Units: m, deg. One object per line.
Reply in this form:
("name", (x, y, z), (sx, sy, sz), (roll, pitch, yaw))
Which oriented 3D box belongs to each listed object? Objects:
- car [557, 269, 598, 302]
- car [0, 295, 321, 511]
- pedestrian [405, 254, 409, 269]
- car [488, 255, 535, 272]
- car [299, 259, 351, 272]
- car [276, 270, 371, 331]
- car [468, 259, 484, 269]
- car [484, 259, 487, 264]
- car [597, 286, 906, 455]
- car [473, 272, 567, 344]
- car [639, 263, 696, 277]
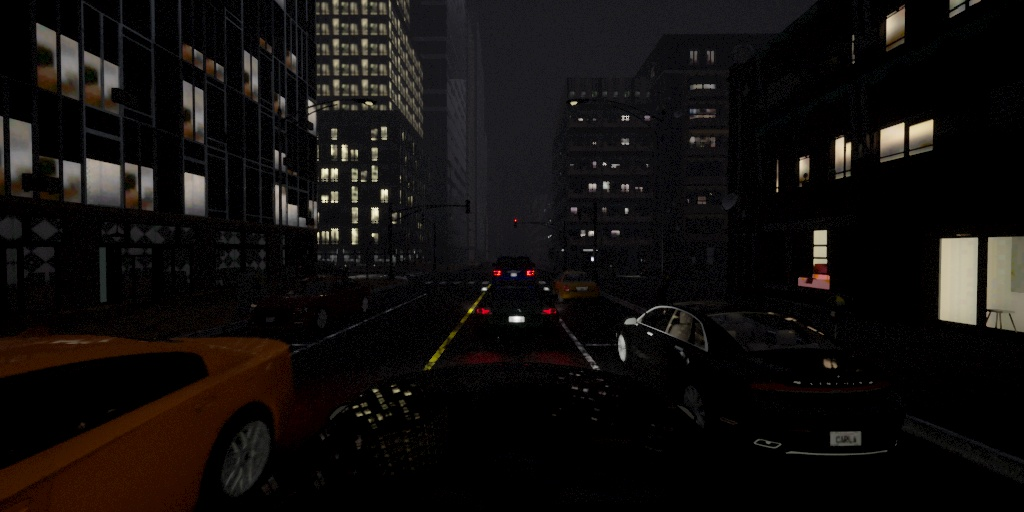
("car", (2.813, 1.271, 16.657), (1.751, 1.417, 4.829), (0, 0, 0))
("car", (-3.103, 1.228, 1.509), (1.882, 1.535, 5.008), (0, 0, 0))
("pedestrian", (-12.562, 0.670, 42.954), (0.375, 1.860, 0.375), (0, 0, 1))
("car", (0.087, 0.967, 19.429), (2.150, 2.045, 5.566), (0, 0, 0))
("car", (-17.869, 1.154, 34.291), (4.674, 1.442, 1.812), (1, 1, 2))
("car", (-5.825, 1.292, 10.897), (1.888, 1.381, 4.507), (0, 0, 0))
("car", (-5.709, 1.264, 54.269), (1.751, 1.417, 4.829), (0, 0, 0))
("car", (-5.711, 1.304, 60.093), (1.948, 1.339, 4.313), (0, 0, 0))
("car", (2.817, 1.299, 5.198), (2.007, 1.370, 4.403), (0, 0, 0))
("car", (0.095, 1.312, 9.621), (1.994, 1.385, 4.181), (0, 0, 0))
("car", (16.021, 1.410, 37.036), (5.357, 1.411, 2.033), (0, 1, 1))
